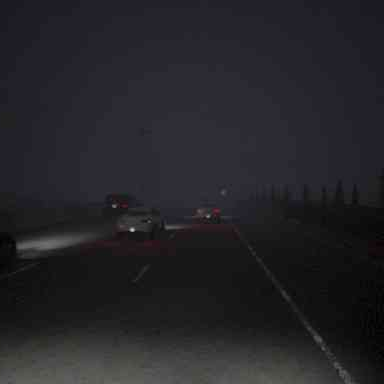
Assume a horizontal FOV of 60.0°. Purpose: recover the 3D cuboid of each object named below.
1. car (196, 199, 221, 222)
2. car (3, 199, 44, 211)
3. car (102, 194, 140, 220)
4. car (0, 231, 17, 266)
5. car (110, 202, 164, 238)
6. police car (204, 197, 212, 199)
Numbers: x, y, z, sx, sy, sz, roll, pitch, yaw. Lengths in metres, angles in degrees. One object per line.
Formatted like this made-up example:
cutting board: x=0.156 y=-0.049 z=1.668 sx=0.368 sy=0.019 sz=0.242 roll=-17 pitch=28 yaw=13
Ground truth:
car: x=1.268 y=1.499 z=25.944 sx=1.812 sy=1.442 sz=4.674 roll=0 pitch=0 yaw=3
car: x=-16.078 y=1.405 z=31.987 sx=2.128 sy=1.511 sz=4.902 roll=0 pitch=0 yaw=3
car: x=-5.664 y=1.171 z=27.511 sx=2.150 sy=2.045 sz=5.566 roll=0 pitch=0 yaw=3
car: x=-6.531 y=1.461 z=8.591 sx=2.128 sy=1.511 sz=4.902 roll=0 pitch=0 yaw=2
car: x=-2.630 y=1.497 z=17.573 sx=1.812 sy=1.442 sz=4.674 roll=0 pitch=0 yaw=3
police car: x=2.055 y=1.461 z=42.486 sx=2.038 sy=1.542 sz=4.974 roll=0 pitch=0 yaw=3
